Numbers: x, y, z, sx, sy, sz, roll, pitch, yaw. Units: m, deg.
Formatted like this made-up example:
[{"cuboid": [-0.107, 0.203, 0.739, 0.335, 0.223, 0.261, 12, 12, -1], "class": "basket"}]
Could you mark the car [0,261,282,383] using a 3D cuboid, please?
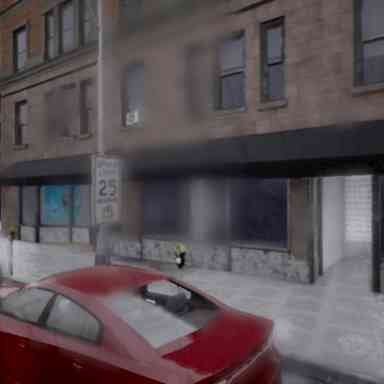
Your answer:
[{"cuboid": [-1.244, 1.576, 3.967, 4.507, 1.381, 1.887, -1, 0, 36], "class": "car"}]
